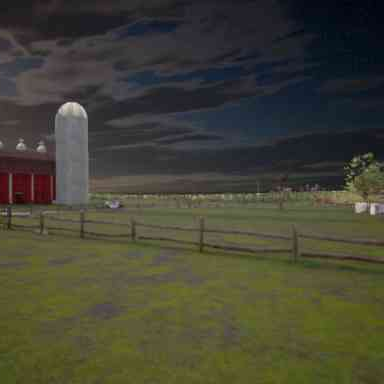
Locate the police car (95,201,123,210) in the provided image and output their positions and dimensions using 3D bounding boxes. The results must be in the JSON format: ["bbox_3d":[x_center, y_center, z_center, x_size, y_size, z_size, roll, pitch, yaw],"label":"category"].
[{"bbox_3d":[-14.530,2.288,57.972,2.038,1.542,4.974,-1,-1,35],"label":"police car"}]
